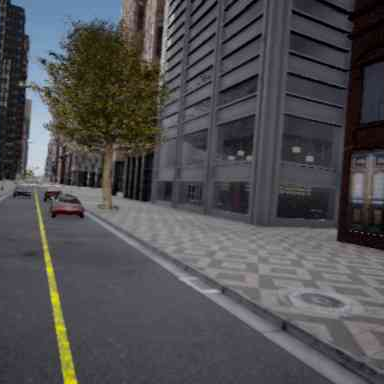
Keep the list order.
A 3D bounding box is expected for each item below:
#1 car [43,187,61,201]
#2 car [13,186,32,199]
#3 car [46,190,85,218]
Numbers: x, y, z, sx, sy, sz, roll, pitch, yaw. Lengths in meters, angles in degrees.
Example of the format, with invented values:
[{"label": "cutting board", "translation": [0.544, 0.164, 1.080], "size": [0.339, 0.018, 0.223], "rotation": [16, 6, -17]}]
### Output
[{"label": "car", "translation": [-15.148, 0.196, 36.378], "size": [1.882, 1.535, 5.008], "rotation": [4, 0, -25]}, {"label": "car", "translation": [-19.237, 0.005, 37.819], "size": [1.895, 1.301, 4.718], "rotation": [4, 0, -26]}, {"label": "car", "translation": [-8.296, 0.855, 21.985], "size": [1.994, 1.385, 4.181], "rotation": [4, 0, -25]}]
